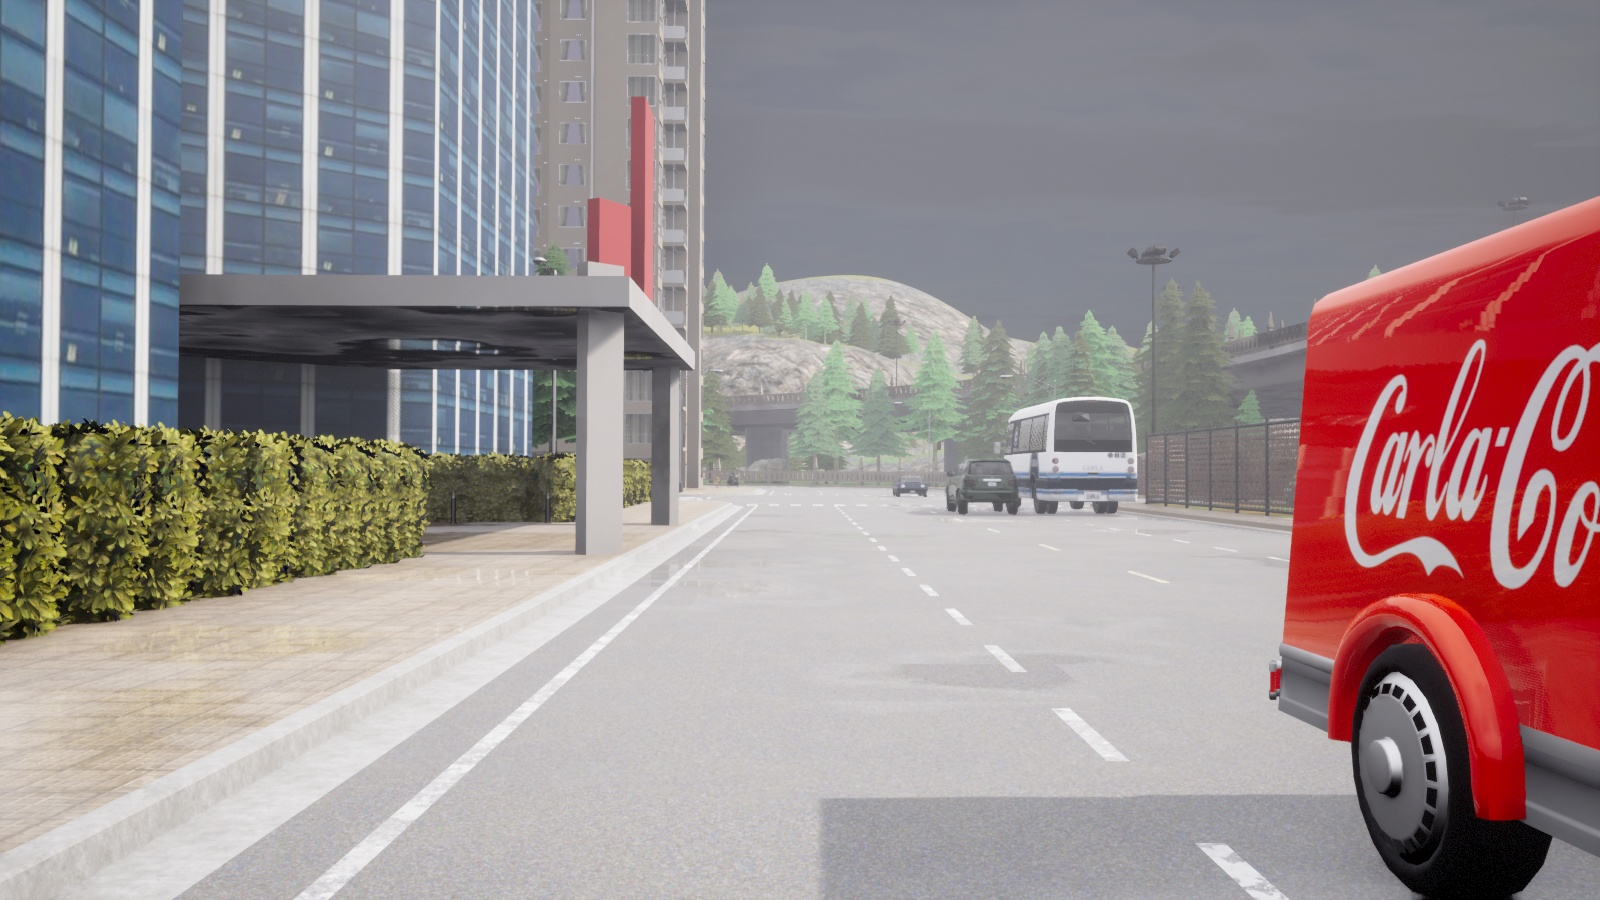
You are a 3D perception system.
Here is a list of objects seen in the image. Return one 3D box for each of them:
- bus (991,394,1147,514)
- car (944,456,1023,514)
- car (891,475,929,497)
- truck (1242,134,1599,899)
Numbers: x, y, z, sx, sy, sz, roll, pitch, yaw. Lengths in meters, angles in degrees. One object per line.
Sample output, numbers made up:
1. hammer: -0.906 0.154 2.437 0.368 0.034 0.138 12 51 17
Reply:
1. bus: 10.362 0.232 49.859 3.944 4.253 10.273 0 -1 0
2. car: 6.872 1.304 47.626 2.150 2.045 5.566 0 -1 0
3. car: 6.793 2.194 77.926 1.895 1.301 4.718 0 -1 0
4. truck: 3.488 0.373 3.519 2.627 2.467 5.204 0 -1 0
